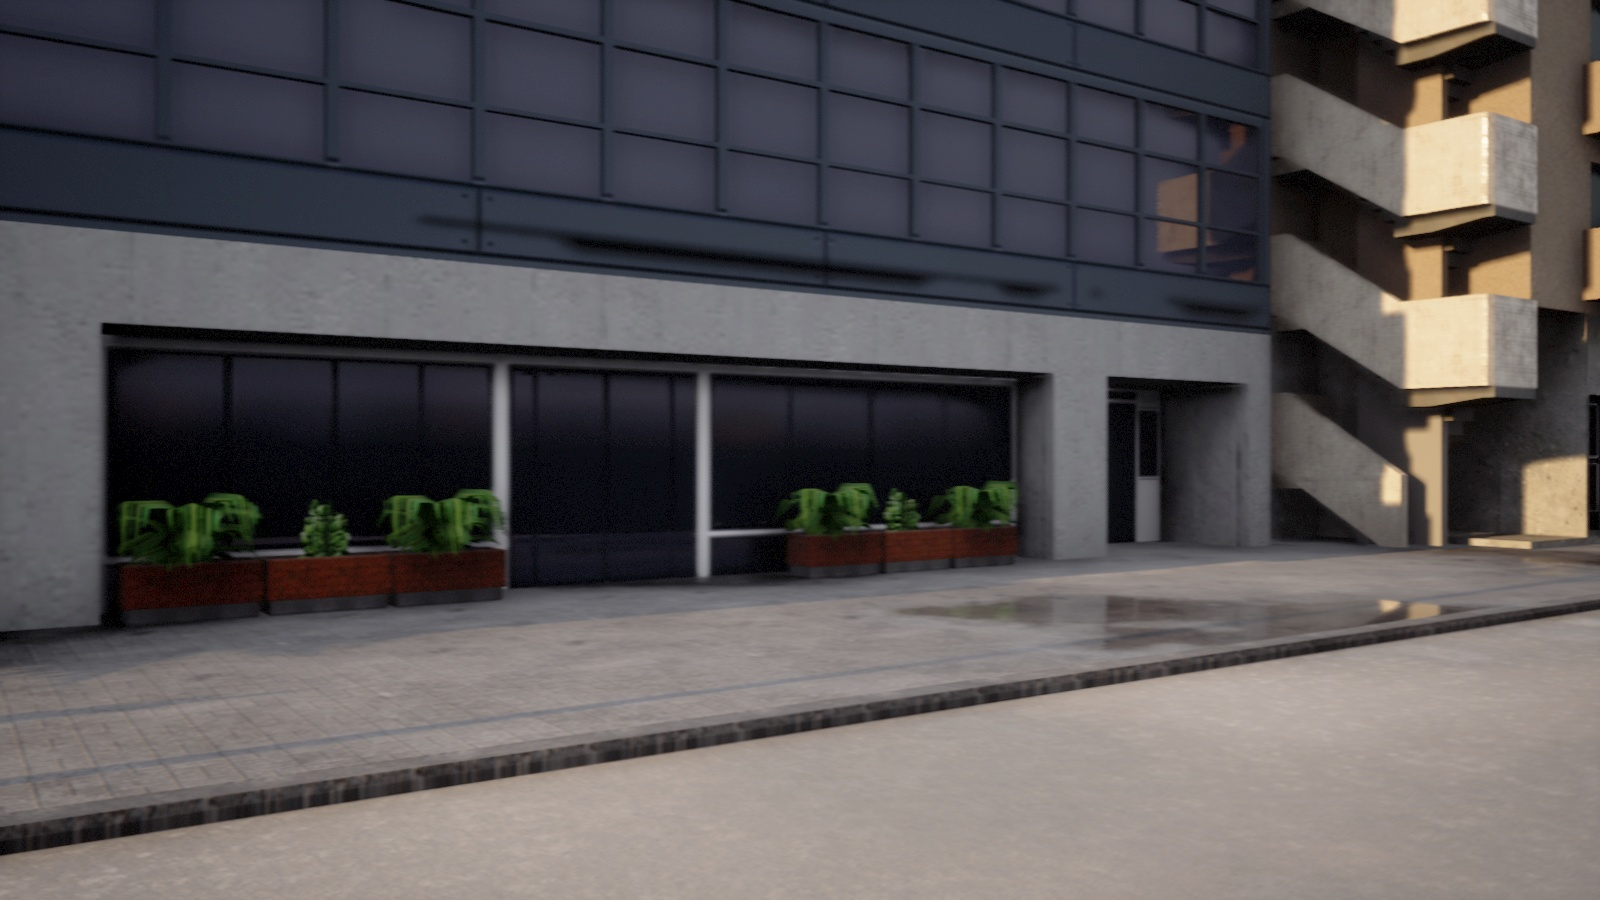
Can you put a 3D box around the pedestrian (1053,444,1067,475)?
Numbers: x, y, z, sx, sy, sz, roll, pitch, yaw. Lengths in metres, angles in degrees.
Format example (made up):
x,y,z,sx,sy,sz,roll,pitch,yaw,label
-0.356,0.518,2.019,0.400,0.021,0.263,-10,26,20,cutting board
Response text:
x,y,z,sx,sy,sz,roll,pitch,yaw,label
15.503,0.560,74.761,0.402,1.842,0.726,0,0,-36,pedestrian
